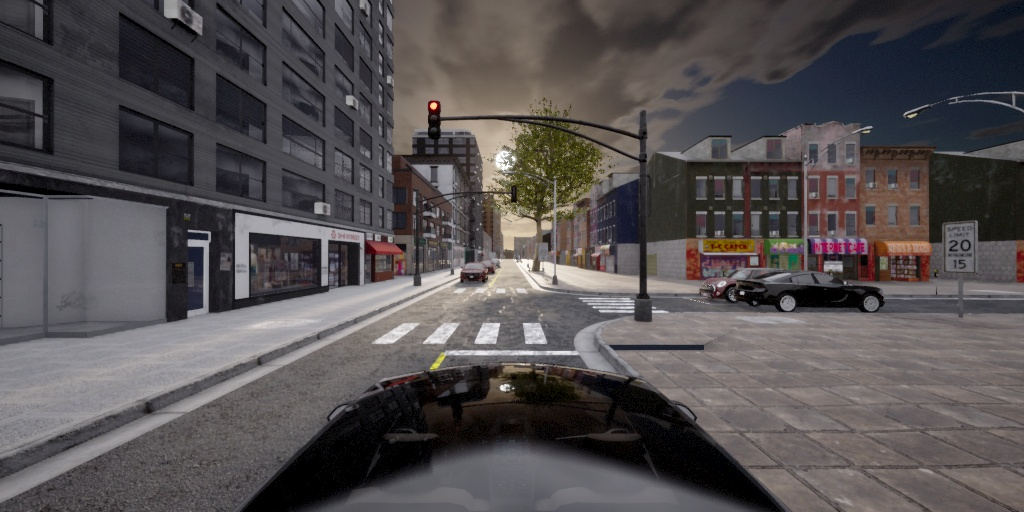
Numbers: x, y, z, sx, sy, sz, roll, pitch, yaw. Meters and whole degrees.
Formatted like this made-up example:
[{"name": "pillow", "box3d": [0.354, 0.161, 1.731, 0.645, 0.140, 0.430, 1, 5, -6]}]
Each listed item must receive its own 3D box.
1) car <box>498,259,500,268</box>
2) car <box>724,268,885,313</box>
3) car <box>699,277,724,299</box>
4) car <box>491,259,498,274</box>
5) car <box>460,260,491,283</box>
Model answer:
[{"name": "car", "box3d": [-2.948, 1.265, 60.671, 2.128, 1.511, 4.902, 0, 0, 0]}, {"name": "car", "box3d": [11.366, 1.296, 13.859, 5.008, 1.535, 1.882, 0, 0, 0]}, {"name": "car", "box3d": [10.878, 1.262, 16.492, 4.097, 1.591, 1.967, 0, 0, 0]}, {"name": "car", "box3d": [-2.967, 1.235, 41.542, 1.882, 1.535, 5.008, 0, 0, 0]}, {"name": "car", "box3d": [-2.923, 1.230, 28.353, 1.882, 1.535, 5.008, 0, 0, 0]}]
